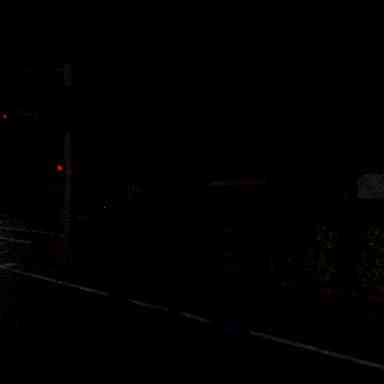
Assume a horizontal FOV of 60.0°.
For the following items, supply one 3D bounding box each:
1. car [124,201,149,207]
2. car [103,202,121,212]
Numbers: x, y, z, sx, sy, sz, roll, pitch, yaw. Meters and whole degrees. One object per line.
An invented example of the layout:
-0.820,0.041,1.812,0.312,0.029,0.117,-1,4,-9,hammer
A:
-4.798,1.701,35.101,1.895,1.301,4.718,0,0,37,car
-7.603,1.716,37.193,1.895,1.301,4.718,0,0,37,car
